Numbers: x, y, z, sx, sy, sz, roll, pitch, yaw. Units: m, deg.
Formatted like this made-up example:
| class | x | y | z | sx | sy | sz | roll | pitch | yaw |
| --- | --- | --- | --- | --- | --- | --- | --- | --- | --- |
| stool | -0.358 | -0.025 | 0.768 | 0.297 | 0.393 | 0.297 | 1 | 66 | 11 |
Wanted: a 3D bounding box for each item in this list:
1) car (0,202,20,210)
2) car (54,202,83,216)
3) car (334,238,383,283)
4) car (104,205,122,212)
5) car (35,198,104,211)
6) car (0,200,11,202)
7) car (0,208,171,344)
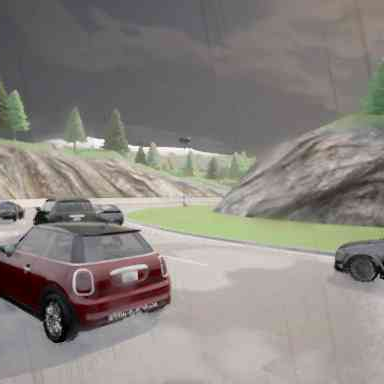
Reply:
| class | x | y | z | sx | sy | sz | roll | pitch | yaw |
| --- | --- | --- | --- | --- | --- | --- | --- | --- | --- |
| car | -15.002 | 1.728 | 27.193 | 1.895 | 1.301 | 4.718 | 0 | 0 | -17 |
| car | -13.099 | 1.760 | 35.496 | 1.994 | 1.385 | 4.181 | 0 | 0 | -8 |
| car | 5.956 | 1.658 | 8.570 | 4.181 | 1.385 | 1.994 | 0 | 0 | 36 |
| car | -6.182 | 1.636 | 23.662 | 2.128 | 1.511 | 4.902 | 0 | 0 | -26 |
| car | -6.554 | 1.315 | 16.982 | 2.150 | 2.045 | 5.566 | 0 | 0 | -33 |
| car | -20.424 | 1.642 | 36.102 | 1.882 | 1.535 | 5.008 | 0 | 0 | -6 |
| car | -2.558 | 1.392 | 6.817 | 4.553 | 1.767 | 2.097 | 0 | -1 | 43 |
